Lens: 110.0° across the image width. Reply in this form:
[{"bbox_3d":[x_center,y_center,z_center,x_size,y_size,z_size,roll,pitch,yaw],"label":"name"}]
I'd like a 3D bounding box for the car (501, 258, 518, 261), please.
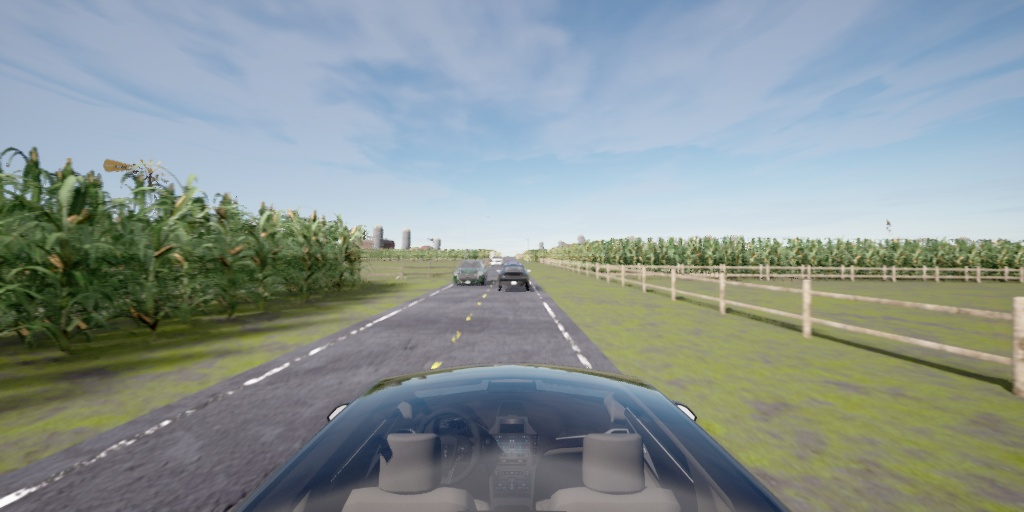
[{"bbox_3d":[0.106,1.225,41.542,2.128,1.511,4.902,0,0,0],"label":"car"}]

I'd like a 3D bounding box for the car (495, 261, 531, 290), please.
[{"bbox_3d":[0.103,1.251,22.301,1.837,1.490,4.892,0,0,0],"label":"car"}]

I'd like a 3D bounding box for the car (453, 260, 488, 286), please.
[{"bbox_3d":[-2.841,1.097,25.330,2.097,1.767,4.553,0,0,0],"label":"car"}]
